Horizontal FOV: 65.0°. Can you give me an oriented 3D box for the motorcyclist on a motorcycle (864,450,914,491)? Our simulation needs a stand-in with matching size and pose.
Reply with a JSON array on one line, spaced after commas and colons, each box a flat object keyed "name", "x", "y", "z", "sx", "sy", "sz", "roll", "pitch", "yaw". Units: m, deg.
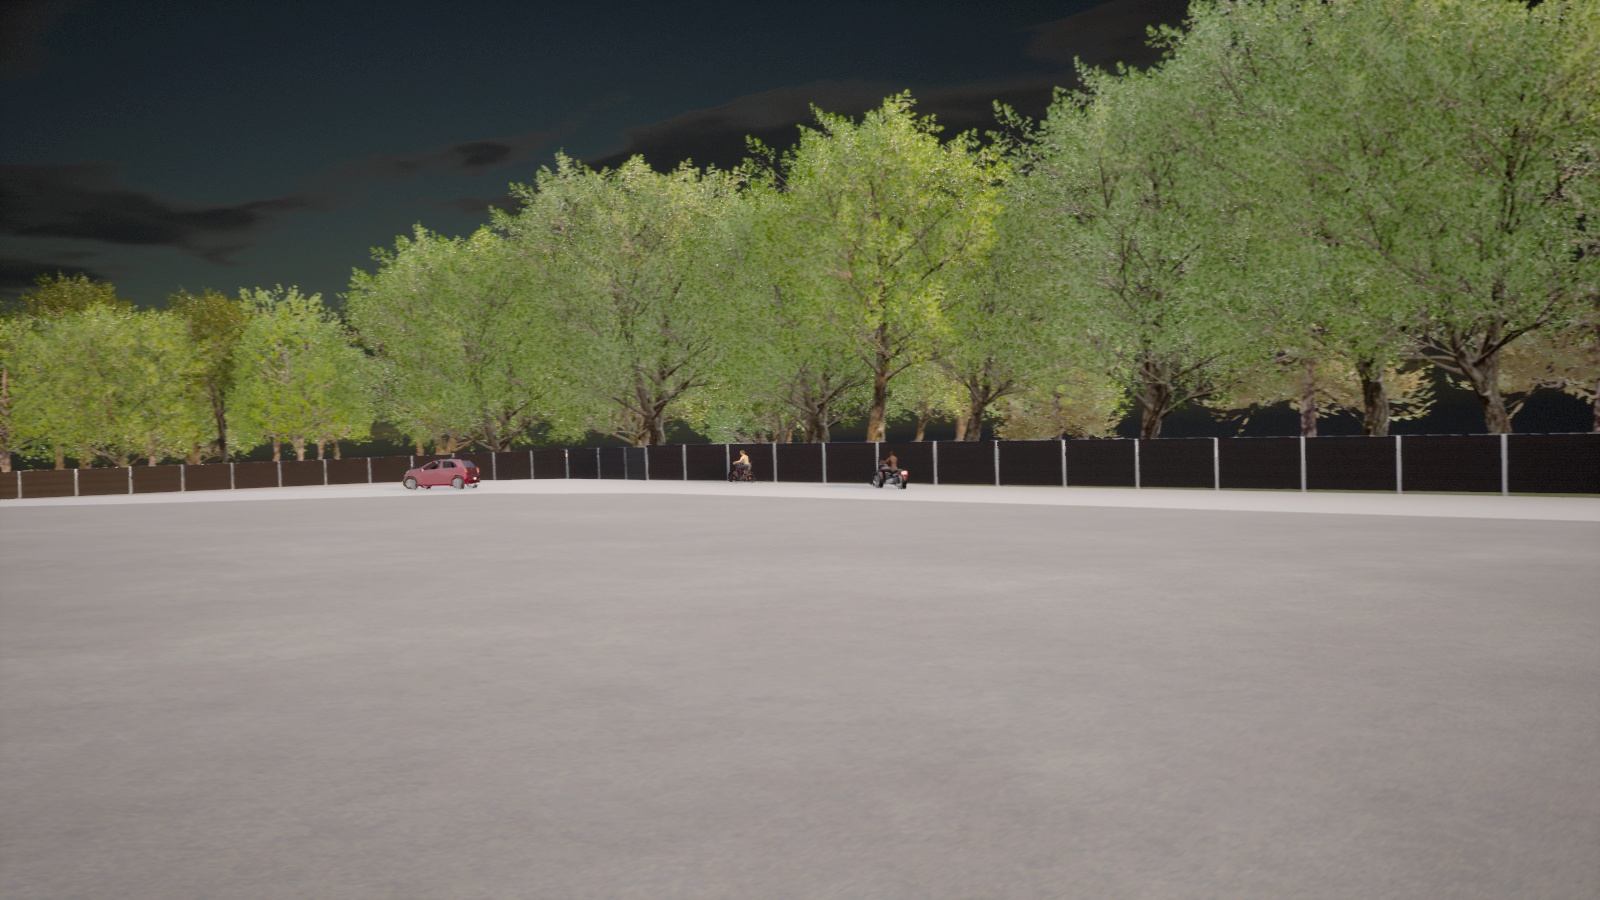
[{"name": "motorcyclist on a motorcycle", "x": 3.734, "y": 0.826, "z": 52.828, "sx": 0.766, "sy": 1.649, "sz": 2.350, "roll": -3, "pitch": 2, "yaw": -32}]

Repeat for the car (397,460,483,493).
[{"name": "car", "x": -17.820, "y": 1.322, "z": 62.203, "sx": 3.633, "sy": 1.501, "sz": 1.845, "roll": -1, "pitch": 0, "yaw": 12}]
